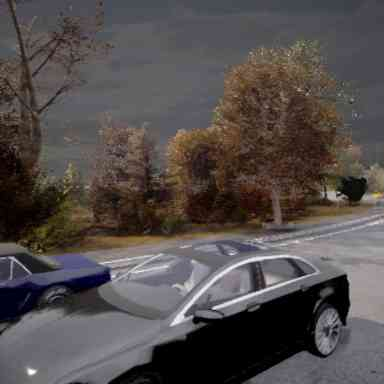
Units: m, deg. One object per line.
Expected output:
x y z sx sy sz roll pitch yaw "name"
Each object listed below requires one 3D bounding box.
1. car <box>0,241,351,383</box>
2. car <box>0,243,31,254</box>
0.163 1.472 4.289 4.902 1.511 2.128 -1 0 -38 "car"
-3.919 1.632 5.613 4.718 1.301 1.895 -1 0 -36 "car"
